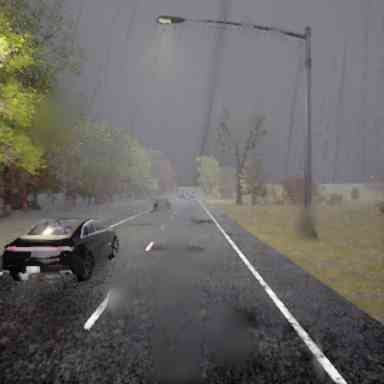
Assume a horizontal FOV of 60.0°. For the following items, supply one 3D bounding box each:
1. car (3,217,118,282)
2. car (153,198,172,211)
[{"bbox_3d":[-3.497,1.489,9.747,2.128,1.511,4.902,0,0,0],"label":"car"},{"bbox_3d":[-3.490,1.464,39.522,2.128,1.511,4.902,0,0,0],"label":"car"}]
